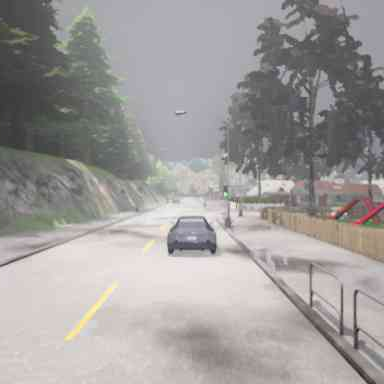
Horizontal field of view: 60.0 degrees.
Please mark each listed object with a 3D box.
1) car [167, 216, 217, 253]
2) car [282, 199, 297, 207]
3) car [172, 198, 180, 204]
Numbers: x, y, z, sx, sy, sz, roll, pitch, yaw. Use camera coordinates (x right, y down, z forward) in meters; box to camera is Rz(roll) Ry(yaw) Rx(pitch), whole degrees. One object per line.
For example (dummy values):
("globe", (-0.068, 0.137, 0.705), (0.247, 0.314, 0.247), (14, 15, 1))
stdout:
("car", (0.005, 1.701, 14.311), (1.994, 1.385, 4.181), (0, 0, 0))
("car", (15.793, 1.819, 54.655), (1.994, 1.381, 4.181), (0, -1, 0))
("car", (-3.989, 2.318, 83.621), (2.128, 1.511, 4.902), (0, -1, 0))
